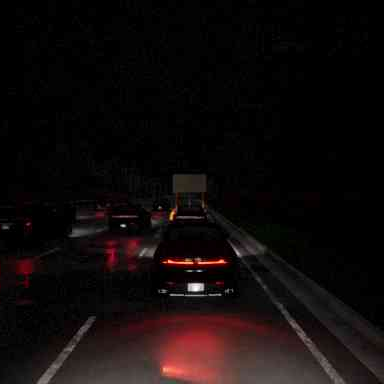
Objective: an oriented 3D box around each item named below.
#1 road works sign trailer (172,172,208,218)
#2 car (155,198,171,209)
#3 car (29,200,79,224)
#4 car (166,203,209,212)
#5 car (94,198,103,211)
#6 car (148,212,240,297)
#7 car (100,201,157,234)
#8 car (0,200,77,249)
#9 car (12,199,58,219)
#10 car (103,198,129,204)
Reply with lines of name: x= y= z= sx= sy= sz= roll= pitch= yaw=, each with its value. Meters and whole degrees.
road works sign trailer: x=-0.167 y=0.464 z=22.800 sx=2.380 sy=3.560 sz=2.880 roll=0 pitch=0 yaw=-3
car: x=-3.694 y=1.502 z=40.782 sx=1.837 sy=1.490 sz=4.892 roll=0 pitch=-1 yaw=0
car: x=-10.577 y=1.477 z=26.026 sx=1.882 sy=1.535 sz=5.008 roll=0 pitch=0 yaw=0
car: x=-0.044 y=1.488 z=18.930 sx=2.128 sy=1.511 sz=4.902 roll=0 pitch=0 yaw=1
car: x=-10.696 y=1.504 z=41.013 sx=1.837 sy=1.490 sz=4.892 roll=0 pitch=0 yaw=0
car: x=0.055 y=1.505 z=8.544 sx=1.837 sy=1.490 sz=4.892 roll=0 pitch=0 yaw=0
car: x=-3.525 y=1.492 z=19.411 sx=2.128 sy=1.511 sz=4.902 roll=0 pitch=0 yaw=0
car: x=-6.987 y=1.353 z=14.608 sx=2.097 sy=1.767 sz=4.553 roll=0 pitch=0 yaw=0
car: x=-14.112 y=1.477 z=30.346 sx=1.882 sy=1.535 sz=5.008 roll=0 pitch=0 yaw=0
car: x=-7.137 y=1.351 z=33.528 sx=2.097 sy=1.767 sz=4.553 roll=0 pitch=0 yaw=0
